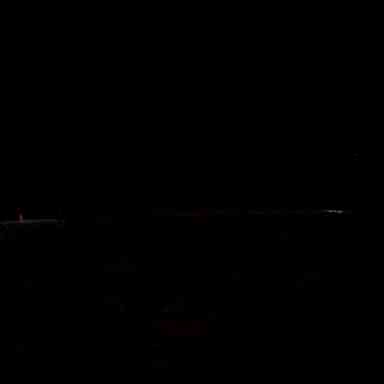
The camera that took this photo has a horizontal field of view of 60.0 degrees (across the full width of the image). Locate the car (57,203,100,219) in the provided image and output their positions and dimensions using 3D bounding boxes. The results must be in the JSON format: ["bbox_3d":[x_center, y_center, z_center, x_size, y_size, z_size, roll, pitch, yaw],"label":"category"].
[{"bbox_3d":[-11.423,1.856,33.699,2.128,1.511,4.902,0,-1,25],"label":"car"}]

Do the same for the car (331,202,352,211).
[{"bbox_3d":[27.774,2.641,61.859,5.008,1.535,1.882,1,-1,-39],"label":"car"}]
